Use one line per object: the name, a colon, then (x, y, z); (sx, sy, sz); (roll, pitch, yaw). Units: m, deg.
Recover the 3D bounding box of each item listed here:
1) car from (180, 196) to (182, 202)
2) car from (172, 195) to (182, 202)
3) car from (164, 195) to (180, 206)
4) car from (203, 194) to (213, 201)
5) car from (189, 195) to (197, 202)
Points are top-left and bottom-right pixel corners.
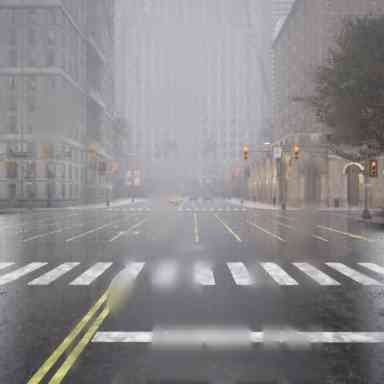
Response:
car: (-3.464, 1.478, 64.819); (1.882, 1.535, 5.008); (0, 0, 1)
car: (-3.303, 1.478, 75.044); (1.882, 1.535, 5.008); (0, 0, 1)
car: (-3.546, 1.478, 55.510); (1.882, 1.535, 5.008); (0, 0, 0)
car: (3.736, 1.280, 78.489); (2.097, 1.767, 4.553); (0, 0, 1)
car: (0.236, 1.449, 78.556); (2.128, 1.511, 4.902); (0, 0, 1)
